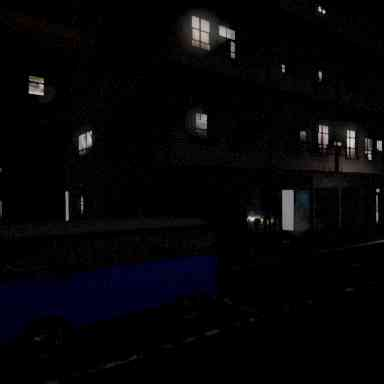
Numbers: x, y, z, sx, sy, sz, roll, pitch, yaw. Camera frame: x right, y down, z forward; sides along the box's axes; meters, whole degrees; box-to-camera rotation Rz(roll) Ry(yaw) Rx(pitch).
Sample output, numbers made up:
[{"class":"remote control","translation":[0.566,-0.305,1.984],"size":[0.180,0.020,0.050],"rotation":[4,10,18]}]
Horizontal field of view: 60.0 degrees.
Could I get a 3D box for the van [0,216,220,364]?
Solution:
[{"class":"van","translation":[-1.411,1.341,5.559],"size":[3.998,1.788,1.690],"rotation":[0,0,-35]}]
